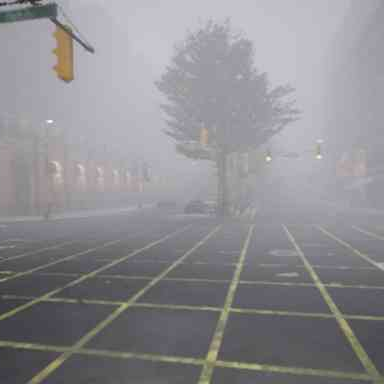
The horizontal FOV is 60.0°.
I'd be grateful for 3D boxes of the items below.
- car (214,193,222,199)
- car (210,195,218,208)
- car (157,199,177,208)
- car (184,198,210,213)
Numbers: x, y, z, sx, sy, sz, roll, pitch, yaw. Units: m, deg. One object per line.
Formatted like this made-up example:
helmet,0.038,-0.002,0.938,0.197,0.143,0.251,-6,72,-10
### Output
car,4.694,1.170,56.385,2.150,2.045,5.566,-1,0,12
car,2.406,1.505,45.881,1.812,1.442,4.674,-1,0,13
car,-3.720,1.667,49.331,1.895,1.301,4.718,-1,0,12
car,0.413,1.511,36.838,1.837,1.490,4.892,-1,0,12
